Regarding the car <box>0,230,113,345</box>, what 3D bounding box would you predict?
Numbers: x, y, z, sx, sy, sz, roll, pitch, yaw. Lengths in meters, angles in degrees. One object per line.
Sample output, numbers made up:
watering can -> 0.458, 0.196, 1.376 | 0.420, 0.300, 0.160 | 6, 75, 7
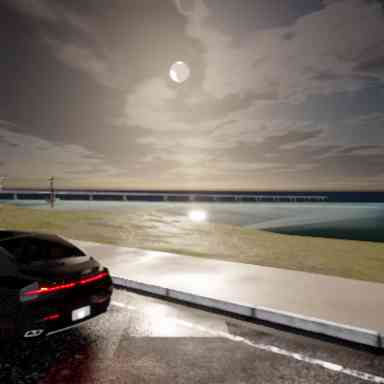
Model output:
car -> -3.577, 1.478, 6.239 | 4.892, 1.490, 1.837 | 1, 1, 36
